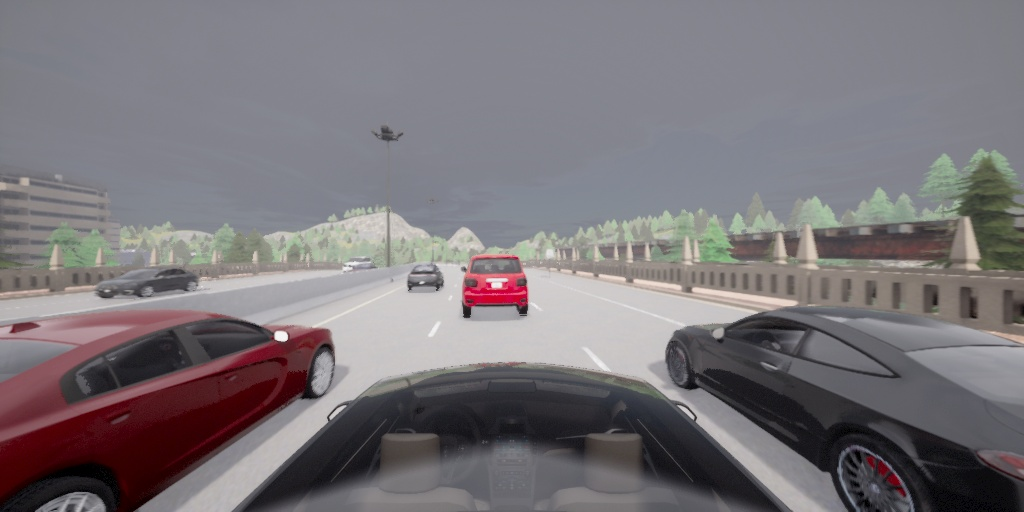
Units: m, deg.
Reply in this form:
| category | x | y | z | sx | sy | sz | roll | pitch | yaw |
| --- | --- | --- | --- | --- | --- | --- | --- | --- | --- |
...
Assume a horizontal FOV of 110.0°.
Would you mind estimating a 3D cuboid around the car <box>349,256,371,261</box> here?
| category | x | y | z | sx | sy | sz | roll | pitch | yaw |
| --- | --- | --- | --- | --- | --- | --- | --- | --- | --- |
| car | -18.493 | 1.086 | 43.328 | 2.150 | 2.045 | 5.566 | 0 | 0 | -7 |

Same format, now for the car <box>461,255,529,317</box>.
| category | x | y | z | sx | sy | sz | roll | pitch | yaw |
| --- | --- | --- | --- | --- | --- | --- | --- | --- | --- |
| car | -0.716 | 0.972 | 13.430 | 2.150 | 2.045 | 5.566 | 0 | 0 | -6 |

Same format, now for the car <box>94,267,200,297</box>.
| category | x | y | z | sx | sy | sz | roll | pitch | yaw |
| --- | --- | --- | --- | --- | --- | --- | --- | --- | --- |
| car | -19.134 | 1.373 | 19.103 | 1.837 | 1.490 | 4.892 | 0 | 0 | -7 |

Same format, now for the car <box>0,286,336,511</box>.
| category | x | y | z | sx | sy | sz | roll | pitch | yaw |
| --- | --- | --- | --- | --- | --- | --- | --- | --- | --- |
| car | -3.564 | 1.246 | 3.438 | 1.882 | 1.535 | 5.008 | 0 | 0 | -1 |

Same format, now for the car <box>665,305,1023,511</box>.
| category | x | y | z | sx | sy | sz | roll | pitch | yaw |
| --- | --- | --- | --- | --- | --- | --- | --- | --- | --- |
| car | 3.398 | 1.257 | 3.828 | 1.812 | 1.442 | 4.674 | 0 | 0 | -1 |

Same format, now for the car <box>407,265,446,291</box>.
| category | x | y | z | sx | sy | sz | roll | pitch | yaw |
| --- | --- | --- | --- | --- | --- | --- | --- | --- | --- |
| car | -5.213 | 1.271 | 22.098 | 2.128 | 1.511 | 4.902 | 0 | 0 | -7 |

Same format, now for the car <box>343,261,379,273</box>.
| category | x | y | z | sx | sy | sz | roll | pitch | yaw |
| --- | --- | --- | --- | --- | --- | --- | --- | --- | --- |
| car | -13.815 | 1.400 | 33.638 | 1.994 | 1.385 | 4.181 | 0 | 0 | -7 |
